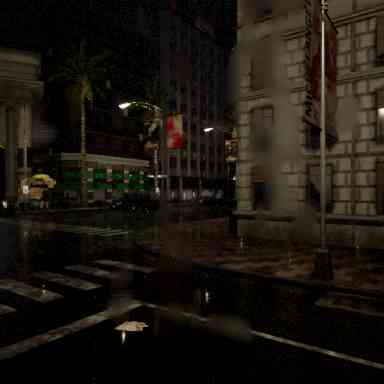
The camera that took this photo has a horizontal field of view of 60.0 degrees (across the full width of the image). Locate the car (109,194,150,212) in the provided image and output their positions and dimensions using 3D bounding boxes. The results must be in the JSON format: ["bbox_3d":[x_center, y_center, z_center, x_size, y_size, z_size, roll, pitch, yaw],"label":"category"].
[{"bbox_3d":[-7.027,1.220,39.043,2.150,2.045,5.566,0,0,36],"label":"car"}]

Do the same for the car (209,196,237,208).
[{"bbox_3d":[5.099,1.601,49.004,1.895,1.301,4.718,0,0,43],"label":"car"}]

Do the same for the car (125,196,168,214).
[{"bbox_3d":[-4.613,1.505,36.399,1.837,1.490,4.892,0,0,36],"label":"car"}]

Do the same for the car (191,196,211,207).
[{"bbox_3d":[1.901,1.352,50.581,2.097,1.767,4.553,0,0,41],"label":"car"}]
